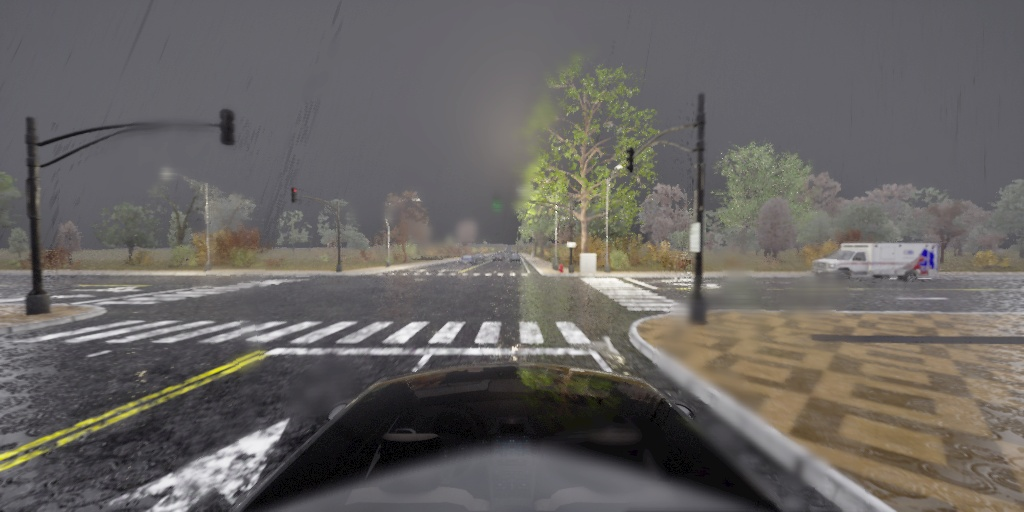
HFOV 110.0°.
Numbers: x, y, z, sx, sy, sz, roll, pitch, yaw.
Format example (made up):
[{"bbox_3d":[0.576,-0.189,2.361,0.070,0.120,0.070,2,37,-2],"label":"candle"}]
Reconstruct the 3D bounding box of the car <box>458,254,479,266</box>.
[{"bbox_3d":[-6.266,0.573,51.047,1.812,1.442,4.674,0,1,2],"label":"car"}]

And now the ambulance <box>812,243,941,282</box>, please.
[{"bbox_3d":[23.407,0.381,23.322,6.366,2.431,2.351,0,2,3],"label":"ambulance"}]
